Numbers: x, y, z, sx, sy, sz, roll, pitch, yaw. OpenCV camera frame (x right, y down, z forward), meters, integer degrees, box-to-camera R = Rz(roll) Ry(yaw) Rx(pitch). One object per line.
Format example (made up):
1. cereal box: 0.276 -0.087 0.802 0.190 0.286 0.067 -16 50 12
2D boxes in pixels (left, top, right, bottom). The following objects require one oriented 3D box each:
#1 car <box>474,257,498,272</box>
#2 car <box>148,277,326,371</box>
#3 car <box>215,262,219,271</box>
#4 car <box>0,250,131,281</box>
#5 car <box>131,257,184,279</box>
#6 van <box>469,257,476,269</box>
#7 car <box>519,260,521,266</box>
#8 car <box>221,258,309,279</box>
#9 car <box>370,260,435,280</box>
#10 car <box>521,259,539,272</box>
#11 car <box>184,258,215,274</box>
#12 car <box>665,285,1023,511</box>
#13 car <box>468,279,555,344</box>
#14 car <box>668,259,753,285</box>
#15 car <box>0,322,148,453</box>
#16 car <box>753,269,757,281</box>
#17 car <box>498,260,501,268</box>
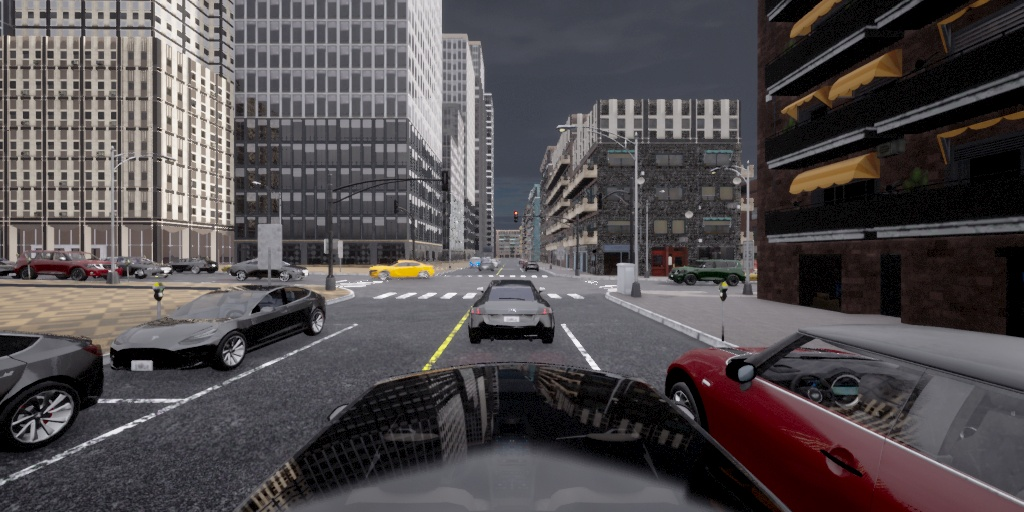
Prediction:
1. car: -3.221 1.246 45.453 2.128 1.511 4.902 0 0 -1
2. car: -5.703 1.315 7.701 1.948 1.339 4.313 0 0 0
3. car: -22.122 0.880 30.753 4.829 1.417 1.751 0 0 -1
4. car: -27.440 0.590 22.208 5.009 1.841 2.192 0 0 -1
5. car: -26.364 0.780 24.816 4.902 1.511 2.128 1 0 -1
6. van: -5.843 1.097 57.312 1.690 1.789 3.998 0 0 0
7. car: 2.538 1.301 57.336 1.888 1.381 4.507 0 0 0
8. car: -16.791 0.959 24.954 4.902 1.511 2.128 1 0 -1
9. car: -8.808 1.084 28.992 5.008 1.535 1.882 1 2 -29
10. car: 2.566 1.319 47.369 1.948 1.339 4.313 0 0 0
11. car: -27.566 0.815 30.589 4.313 1.339 1.948 0 0 -1
12. car: 2.692 1.190 2.479 1.967 1.591 4.097 0 0 0
13. car: -0.017 1.314 9.634 1.994 1.385 4.181 0 0 0
14. car: 15.509 1.290 28.602 5.566 2.045 2.150 1 0 -1
15. car: -5.688 1.316 2.455 1.948 1.339 4.313 0 0 0
16. car: 21.286 1.698 31.278 4.829 1.417 1.751 0 0 -1
17. car: -3.241 1.283 58.279 1.812 1.442 4.674 0 1 0
